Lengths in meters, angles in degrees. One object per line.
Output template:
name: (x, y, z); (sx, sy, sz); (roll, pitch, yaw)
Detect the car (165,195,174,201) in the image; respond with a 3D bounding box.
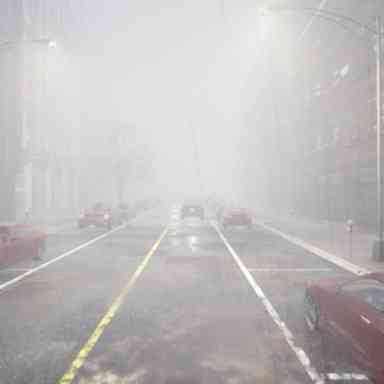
car: (-5.665, 1.400, 83.161); (2.008, 1.369, 4.403); (1, 0, 0)

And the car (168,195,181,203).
car: (-3.002, 1.383, 65.773); (2.128, 1.511, 4.902); (0, 0, 0)

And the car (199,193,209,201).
car: (2.685, 1.175, 77.466); (2.192, 1.841, 5.009); (1, 0, 0)

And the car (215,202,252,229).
car: (2.704, 1.549, 20.903); (1.802, 1.307, 4.206); (1, 0, 0)

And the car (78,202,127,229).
car: (-5.674, 1.408, 20.941); (1.967, 1.590, 4.097); (1, 0, 0)

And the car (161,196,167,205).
car: (-5.670, 1.457, 54.880); (2.008, 1.369, 4.403); (1, 0, 0)

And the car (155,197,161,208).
car: (-5.672, 1.479, 43.566); (2.008, 1.369, 4.403); (1, 0, 0)

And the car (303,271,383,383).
car: (2.700, 1.576, 3.933); (1.802, 1.307, 4.206); (1, 0, 0)

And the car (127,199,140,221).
car: (-5.675, 1.524, 26.597); (1.947, 1.339, 4.313); (1, 0, 0)

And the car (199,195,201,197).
car: (0.009, 1.458, 52.371); (2.033, 1.411, 5.357); (0, 0, 0)

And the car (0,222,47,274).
car: (-5.679, 1.568, 9.626); (1.802, 1.307, 4.206); (1, 0, 0)

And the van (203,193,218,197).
van: (2.711, 1.269, 43.528); (1.690, 1.788, 3.998); (1, 0, 0)

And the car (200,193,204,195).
car: (2.723, 1.420, 60.667); (1.752, 1.417, 4.829); (1, 0, 0)

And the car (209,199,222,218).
car: (2.706, 1.508, 26.560); (2.008, 1.369, 4.403); (1, 0, 0)

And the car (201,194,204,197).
car: (2.716, 1.472, 54.841); (1.947, 1.339, 4.313); (1, 0, 0)

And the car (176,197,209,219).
car: (0.051, 1.459, 28.609); (2.163, 1.488, 4.792); (0, 0, 1)

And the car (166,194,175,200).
car: (-5.664, 1.388, 88.818); (2.008, 1.369, 4.403); (1, 0, 0)

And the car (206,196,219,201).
car: (2.707, 1.488, 37.872); (2.008, 1.369, 4.403); (1, 0, 0)

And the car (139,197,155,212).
car: (-5.673, 1.483, 37.910); (1.887, 1.381, 4.507); (1, 0, 0)
